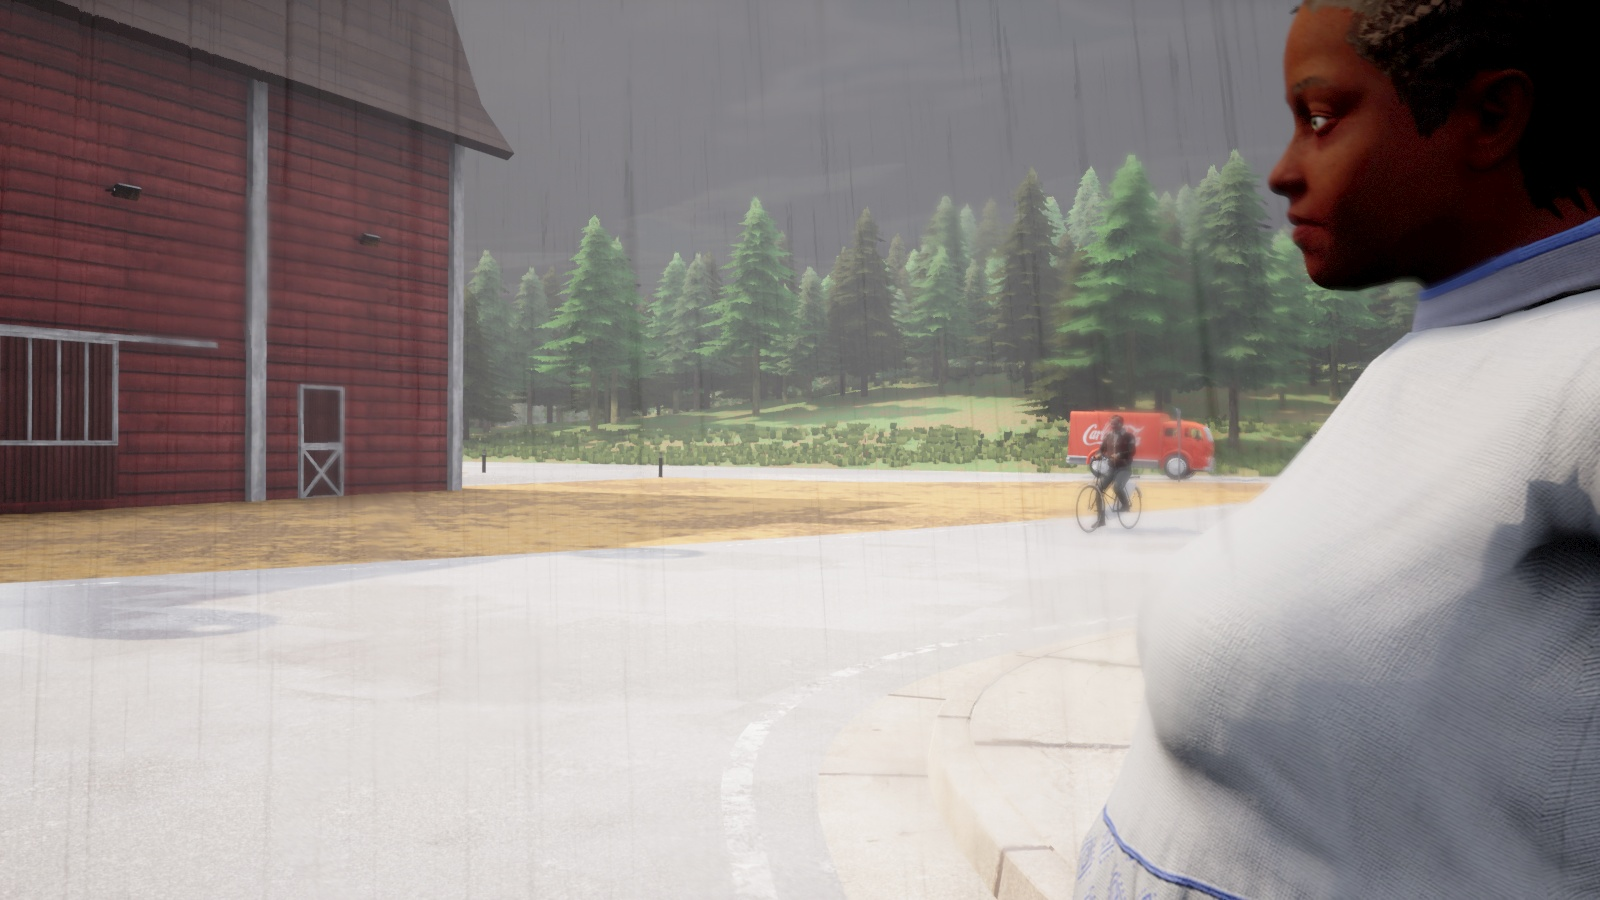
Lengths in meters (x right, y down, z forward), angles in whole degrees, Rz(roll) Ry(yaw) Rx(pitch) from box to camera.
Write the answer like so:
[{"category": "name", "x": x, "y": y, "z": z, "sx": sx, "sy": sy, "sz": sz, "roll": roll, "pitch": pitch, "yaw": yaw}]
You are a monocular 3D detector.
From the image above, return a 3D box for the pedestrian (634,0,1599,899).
[{"category": "pedestrian", "x": 0.492, "y": 0.512, "z": 0.896, "sx": 0.900, "sy": 1.855, "sz": 0.874, "roll": 0, "pitch": 0, "yaw": 19}]

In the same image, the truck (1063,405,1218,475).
[{"category": "truck", "x": 12.901, "y": -0.407, "z": 47.512, "sx": 5.204, "sy": 2.467, "sz": 2.627, "roll": 2, "pitch": 1, "yaw": 26}]

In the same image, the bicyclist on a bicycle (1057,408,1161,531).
[{"category": "bicyclist on a bicycle", "x": 4.673, "y": 0.268, "z": 18.923, "sx": 1.843, "sy": 1.776, "sz": 0.659, "roll": -1, "pitch": 1, "yaw": -45}]
